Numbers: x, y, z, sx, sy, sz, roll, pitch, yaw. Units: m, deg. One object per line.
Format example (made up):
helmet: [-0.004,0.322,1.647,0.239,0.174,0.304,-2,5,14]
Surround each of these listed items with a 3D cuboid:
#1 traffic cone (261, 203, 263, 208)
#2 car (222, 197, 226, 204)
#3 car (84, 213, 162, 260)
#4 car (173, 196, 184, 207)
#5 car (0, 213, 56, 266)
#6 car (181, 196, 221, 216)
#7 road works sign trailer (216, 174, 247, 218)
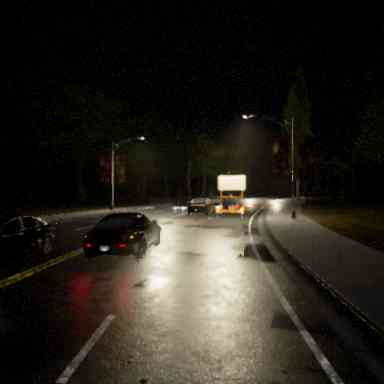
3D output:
traffic cone: [8.568,1.637,40.484,0.340,0.580,0.340,0,0,16]
car: [3.732,1.278,50.712,1.895,1.301,4.718,0,0,20]
car: [-2.352,1.474,12.103,1.812,1.442,4.674,0,0,6]
car: [-1.190,1.308,46.477,1.994,1.385,4.181,0,0,19]
car: [-5.993,1.466,10.157,1.837,1.490,4.892,0,0,5]
car: [0.935,1.306,30.441,2.128,1.511,4.902,0,0,14]
road works sign trailer: [3.427,0.277,28.417,2.380,3.560,2.880,0,0,16]
